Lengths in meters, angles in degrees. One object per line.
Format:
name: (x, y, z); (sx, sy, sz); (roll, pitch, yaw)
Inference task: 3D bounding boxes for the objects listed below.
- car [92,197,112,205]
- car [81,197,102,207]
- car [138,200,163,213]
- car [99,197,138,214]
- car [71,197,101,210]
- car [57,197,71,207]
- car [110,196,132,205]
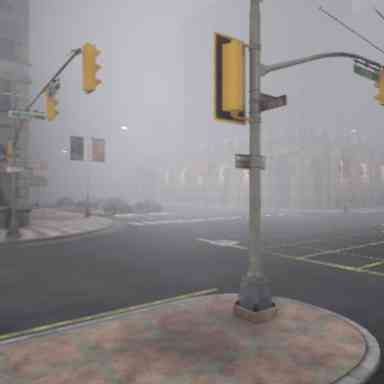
car: (-15.876, 1.570, 58.654); (1.895, 1.301, 4.718); (0, 0, -35)
car: (-15.834, 1.500, 52.383); (1.812, 1.442, 4.674); (0, 0, -35)
car: (-4.917, 1.538, 37.022); (1.994, 1.385, 4.181); (0, 0, -36)
car: (-7.851, 1.543, 35.105); (1.994, 1.385, 4.181); (0, 0, -36)
car: (-13.714, 1.580, 43.290); (1.895, 1.301, 4.718); (0, 0, -35)
car: (-19.719, 1.484, 51.833); (1.837, 1.490, 4.892); (0, 0, -35)
car: (-13.000, 1.511, 60.649); (2.033, 1.411, 5.357); (0, 0, -35)
